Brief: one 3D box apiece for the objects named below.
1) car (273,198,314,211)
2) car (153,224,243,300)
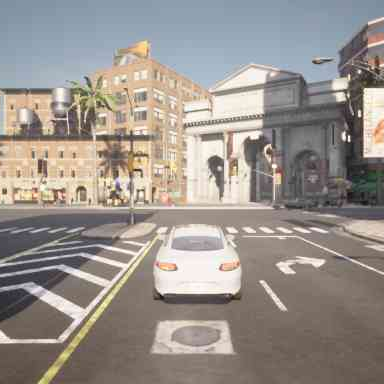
[{"bbox_3d":[12.314,1.493,40.461,4.902,1.511,2.128,0,0,1],"label":"car"},{"bbox_3d":[0.108,1.526,8.276,1.812,1.442,4.674,0,0,0],"label":"car"}]
